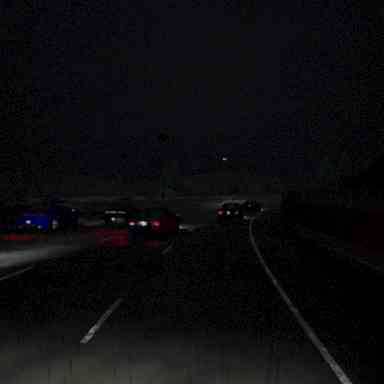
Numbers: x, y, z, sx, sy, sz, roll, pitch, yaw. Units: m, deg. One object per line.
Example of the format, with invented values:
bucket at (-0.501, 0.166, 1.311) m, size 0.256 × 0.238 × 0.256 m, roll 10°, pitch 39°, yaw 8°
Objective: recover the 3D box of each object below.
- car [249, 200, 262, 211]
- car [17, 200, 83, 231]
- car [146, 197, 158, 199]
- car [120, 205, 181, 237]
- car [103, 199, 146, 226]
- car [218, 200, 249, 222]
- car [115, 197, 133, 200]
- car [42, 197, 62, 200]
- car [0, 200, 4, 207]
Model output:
car at (7.652, 1.655, 42.348) m, size 1.994 × 1.385 × 4.181 m, roll 0°, pitch 0°, yaw 19°
car at (-8.604, 1.494, 20.687) m, size 1.882 × 1.535 × 5.008 m, roll 0°, pitch 0°, yaw 9°
car at (-7.513, 1.645, 61.755) m, size 2.033 × 1.411 × 5.357 m, roll 0°, pitch 0°, yaw 22°
car at (-1.926, 1.575, 18.375) m, size 2.033 × 1.411 × 5.357 m, roll 0°, pitch 0°, yaw 8°
car at (-4.578, 1.522, 23.526) m, size 2.128 × 1.511 × 4.902 m, roll 0°, pitch 0°, yaw 10°
car at (3.237, 1.602, 27.077) m, size 2.033 × 1.411 × 5.357 m, roll 0°, pitch 0°, yaw 12°
car at (-12.225, 1.568, 59.458) m, size 2.128 × 1.511 × 4.902 m, roll 0°, pitch 0°, yaw 22°
car at (-20.335, 1.543, 47.523) m, size 1.837 × 1.490 × 4.892 m, roll 0°, pitch -1°, yaw 18°
car at (-25.813, 1.504, 41.332) m, size 2.128 × 1.511 × 4.902 m, roll 0°, pitch 0°, yaw 15°
